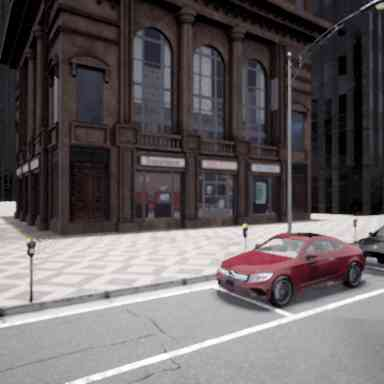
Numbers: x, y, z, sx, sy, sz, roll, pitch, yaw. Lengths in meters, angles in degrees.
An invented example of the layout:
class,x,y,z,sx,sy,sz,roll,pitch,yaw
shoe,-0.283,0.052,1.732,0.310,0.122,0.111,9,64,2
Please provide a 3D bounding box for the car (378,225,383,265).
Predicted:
class,x,y,z,sx,sy,sz,roll,pitch,yaw
car,7.231,1.692,11.197,4.313,1.339,1.947,0,-1,-33

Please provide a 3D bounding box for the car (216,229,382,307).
class,x,y,z,sx,sy,sz,roll,pitch,yaw
car,2.542,1.672,8.100,4.206,1.307,1.802,0,-1,-33
